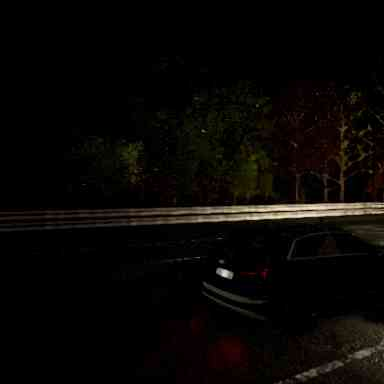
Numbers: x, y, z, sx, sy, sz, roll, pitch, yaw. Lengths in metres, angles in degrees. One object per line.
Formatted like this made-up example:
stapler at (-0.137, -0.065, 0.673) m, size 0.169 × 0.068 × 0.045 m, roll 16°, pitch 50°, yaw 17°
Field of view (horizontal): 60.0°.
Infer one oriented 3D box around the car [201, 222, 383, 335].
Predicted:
car at (2.498, 1.444, 6.716) m, size 4.856 × 1.649 × 2.033 m, roll 0°, pitch 0°, yaw -30°
